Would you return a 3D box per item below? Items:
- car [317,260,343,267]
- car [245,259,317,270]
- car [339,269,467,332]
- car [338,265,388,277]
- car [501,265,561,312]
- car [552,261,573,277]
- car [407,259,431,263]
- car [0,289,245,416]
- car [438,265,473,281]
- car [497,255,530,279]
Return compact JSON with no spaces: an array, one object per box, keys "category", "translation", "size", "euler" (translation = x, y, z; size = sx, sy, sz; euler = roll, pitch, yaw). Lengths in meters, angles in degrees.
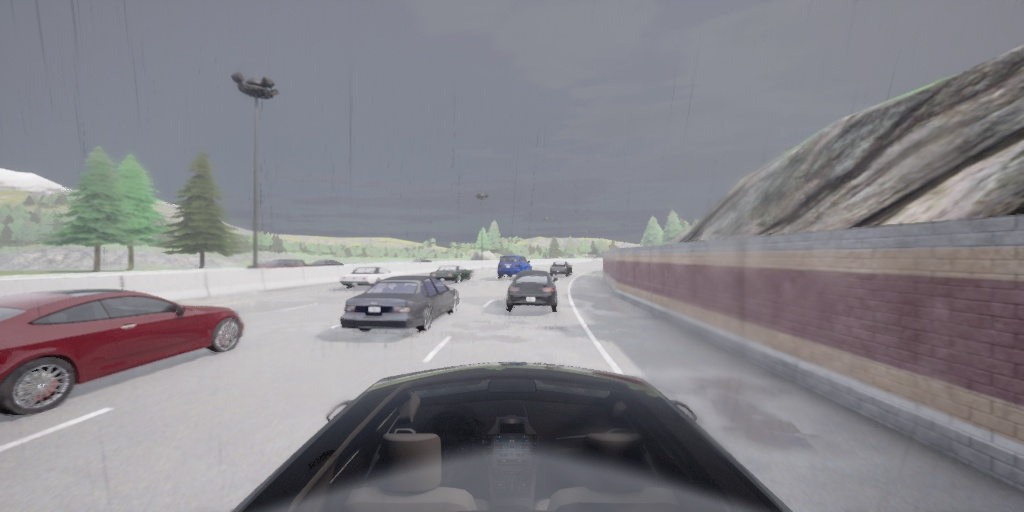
[{"category":"car","translation":[-22.370,1.181,42.703],"size":[1.837,1.490,4.892],"euler":[0,0,15]},{"category":"car","translation":[-18.406,1.041,28.671],"size":[2.097,1.767,4.553],"euler":[0,0,11]},{"category":"car","translation":[-2.998,1.287,10.798],"size":[2.033,1.411,5.357],"euler":[0,0,4]},{"category":"car","translation":[-8.645,1.322,22.659],"size":[1.895,1.301,4.718],"euler":[0,0,9]},{"category":"car","translation":[0.851,1.278,14.249],"size":[1.812,1.442,4.674],"euler":[0,0,6]},{"category":"car","translation":[4.959,1.256,35.874],"size":[2.128,1.511,4.902],"euler":[0,0,15]},{"category":"car","translation":[-14.454,1.178,55.805],"size":[1.882,1.535,5.008],"euler":[0,0,21]},{"category":"car","translation":[-6.743,1.254,5.807],"size":[1.812,1.442,4.674],"euler":[0,0,2]},{"category":"car","translation":[-4.377,1.335,26.790],"size":[1.895,1.301,4.718],"euler":[0,0,11]},{"category":"car","translation":[0.287,0.971,31.856],"size":[2.150,2.045,5.566],"euler":[0,0,13]}]
